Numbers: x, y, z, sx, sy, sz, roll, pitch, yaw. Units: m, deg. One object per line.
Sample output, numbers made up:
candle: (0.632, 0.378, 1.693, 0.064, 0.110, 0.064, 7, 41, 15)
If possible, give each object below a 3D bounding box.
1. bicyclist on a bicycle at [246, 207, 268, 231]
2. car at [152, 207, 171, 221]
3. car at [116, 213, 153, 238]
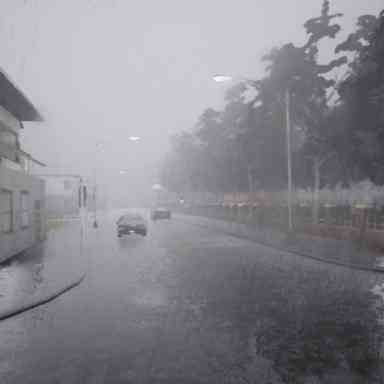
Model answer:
bicyclist on a bicycle: (4.457, 1.858, 22.764, 1.656, 1.620, 0.582, -1, -1, -13)
car: (-3.710, 2.572, 39.448, 1.882, 1.535, 5.008, -1, -1, -13)
car: (-4.189, 2.227, 22.943, 2.033, 1.411, 5.357, -1, -2, -13)
